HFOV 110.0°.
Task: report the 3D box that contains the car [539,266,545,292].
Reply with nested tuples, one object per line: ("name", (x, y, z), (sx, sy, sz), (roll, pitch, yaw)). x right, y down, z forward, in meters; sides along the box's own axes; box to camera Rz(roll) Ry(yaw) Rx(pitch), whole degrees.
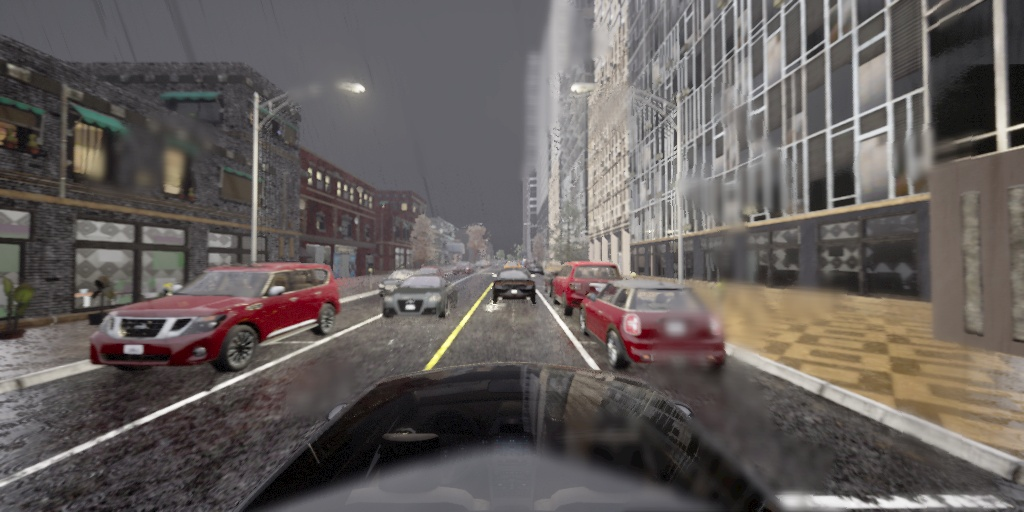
("car", (2.689, 1.400, 19.123), (1.948, 1.339, 4.313), (0, 0, 0))

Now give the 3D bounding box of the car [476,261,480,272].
("car", (-5.694, 1.541, 47.398), (1.948, 1.339, 4.313), (0, 0, 0))

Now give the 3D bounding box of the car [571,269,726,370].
("car", (2.690, 1.219, 7.836), (1.967, 1.591, 4.097), (0, 0, 0))

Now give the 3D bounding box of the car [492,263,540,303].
("car", (0.094, 1.302, 17.132), (1.882, 1.535, 5.008), (0, 0, 0))

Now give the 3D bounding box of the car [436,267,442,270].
("car", (-5.692, 1.407, 24.822), (1.888, 1.381, 4.507), (0, 0, 0))

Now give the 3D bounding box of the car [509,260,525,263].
("car", (0.096, 1.410, 38.967), (1.882, 1.535, 5.008), (0, 0, 0))

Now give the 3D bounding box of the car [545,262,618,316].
("car", (2.689, 1.122, 13.480), (2.192, 1.841, 5.009), (0, 0, 0))

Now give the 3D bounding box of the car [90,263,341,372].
("car", (-5.691, 1.095, 7.891), (2.192, 1.841, 5.009), (0, 0, 0))

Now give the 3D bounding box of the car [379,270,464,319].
("car", (-3.100, 1.368, 12.902), (1.994, 1.385, 4.181), (0, 0, 0))

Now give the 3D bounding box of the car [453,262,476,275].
("car", (-5.694, 1.387, 41.755), (1.967, 1.591, 4.097), (0, 0, 0))

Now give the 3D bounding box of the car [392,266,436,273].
("car", (-5.692, 1.385, 19.179), (2.007, 1.370, 4.403), (0, 0, 0))

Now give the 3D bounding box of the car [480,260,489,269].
("car", (-5.695, 1.626, 64.330), (1.948, 1.339, 4.313), (0, 0, 0))

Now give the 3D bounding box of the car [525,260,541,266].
("car", (2.687, 1.512, 41.699), (1.948, 1.339, 4.313), (0, 0, 0))
